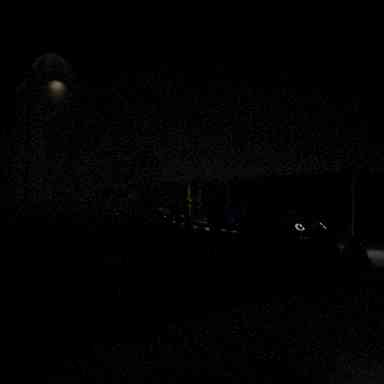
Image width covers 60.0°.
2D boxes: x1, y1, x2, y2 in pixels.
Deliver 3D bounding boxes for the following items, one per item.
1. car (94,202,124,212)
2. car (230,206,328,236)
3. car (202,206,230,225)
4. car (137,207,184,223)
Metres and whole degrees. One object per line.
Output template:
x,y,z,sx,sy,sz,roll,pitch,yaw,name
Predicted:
-8.814,1.794,35.033,2.128,1.511,4.902,1,0,-35,car
4.297,1.551,16.330,2.097,1.767,4.553,1,-1,-33,car
2.733,1.768,24.463,1.882,1.535,5.008,1,-1,-35,car
-2.535,1.881,26.203,1.895,1.301,4.718,1,-1,-36,car
